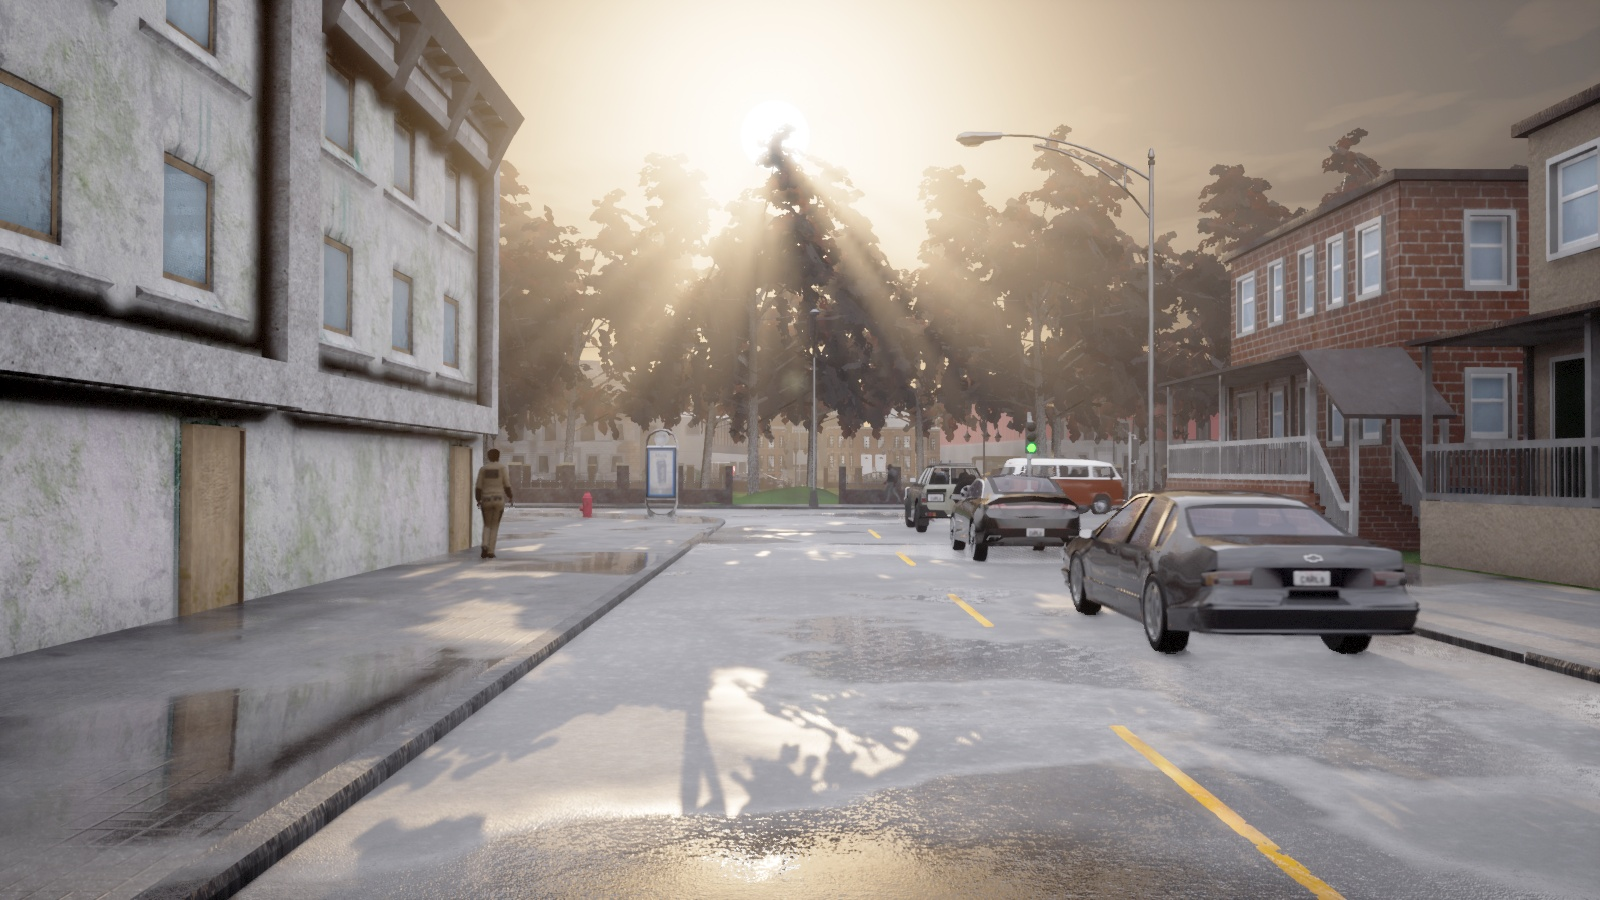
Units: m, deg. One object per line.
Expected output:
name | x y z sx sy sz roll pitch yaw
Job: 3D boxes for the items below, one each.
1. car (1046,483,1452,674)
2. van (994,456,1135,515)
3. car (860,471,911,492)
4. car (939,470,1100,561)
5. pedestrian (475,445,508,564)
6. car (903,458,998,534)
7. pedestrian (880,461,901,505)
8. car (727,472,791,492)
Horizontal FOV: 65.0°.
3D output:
car | 3.963 1.052 12.295 2.033 1.411 5.357 0 -1 0
van | 9.470 1.255 45.112 4.480 2.038 2.069 0 -2 -13
car | 6.411 2.350 94.551 3.705 1.549 1.789 0 -1 0
car | 3.931 1.145 23.368 2.128 1.511 4.902 0 -1 0
pedestrian | -5.072 0.891 20.685 0.396 1.930 0.692 0 -1 -2
car | 3.903 1.174 33.289 1.932 1.855 4.605 0 -1 0
pedestrian | 3.945 1.423 54.613 0.849 1.883 0.563 0 -1 0
car | -3.044 2.410 94.516 4.792 1.488 2.163 0 -1 0
